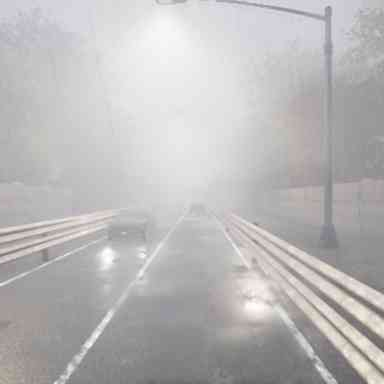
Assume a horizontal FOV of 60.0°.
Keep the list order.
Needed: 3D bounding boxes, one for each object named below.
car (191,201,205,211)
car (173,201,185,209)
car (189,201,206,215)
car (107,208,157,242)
[{"bbox_3d":[0.911,2.093,50.723,2.128,1.511,4.902,0,-1,1],"label":"car"},{"bbox_3d":[-2.263,2.219,57.891,1.882,1.535,5.008,0,-1,2],"label":"car"},{"bbox_3d":[0.721,1.894,40.357,1.882,1.535,5.008,0,-1,1],"label":"car"},{"bbox_3d":[-3.046,1.623,17.639,1.882,1.535,5.008,0,-1,1],"label":"car"}]
